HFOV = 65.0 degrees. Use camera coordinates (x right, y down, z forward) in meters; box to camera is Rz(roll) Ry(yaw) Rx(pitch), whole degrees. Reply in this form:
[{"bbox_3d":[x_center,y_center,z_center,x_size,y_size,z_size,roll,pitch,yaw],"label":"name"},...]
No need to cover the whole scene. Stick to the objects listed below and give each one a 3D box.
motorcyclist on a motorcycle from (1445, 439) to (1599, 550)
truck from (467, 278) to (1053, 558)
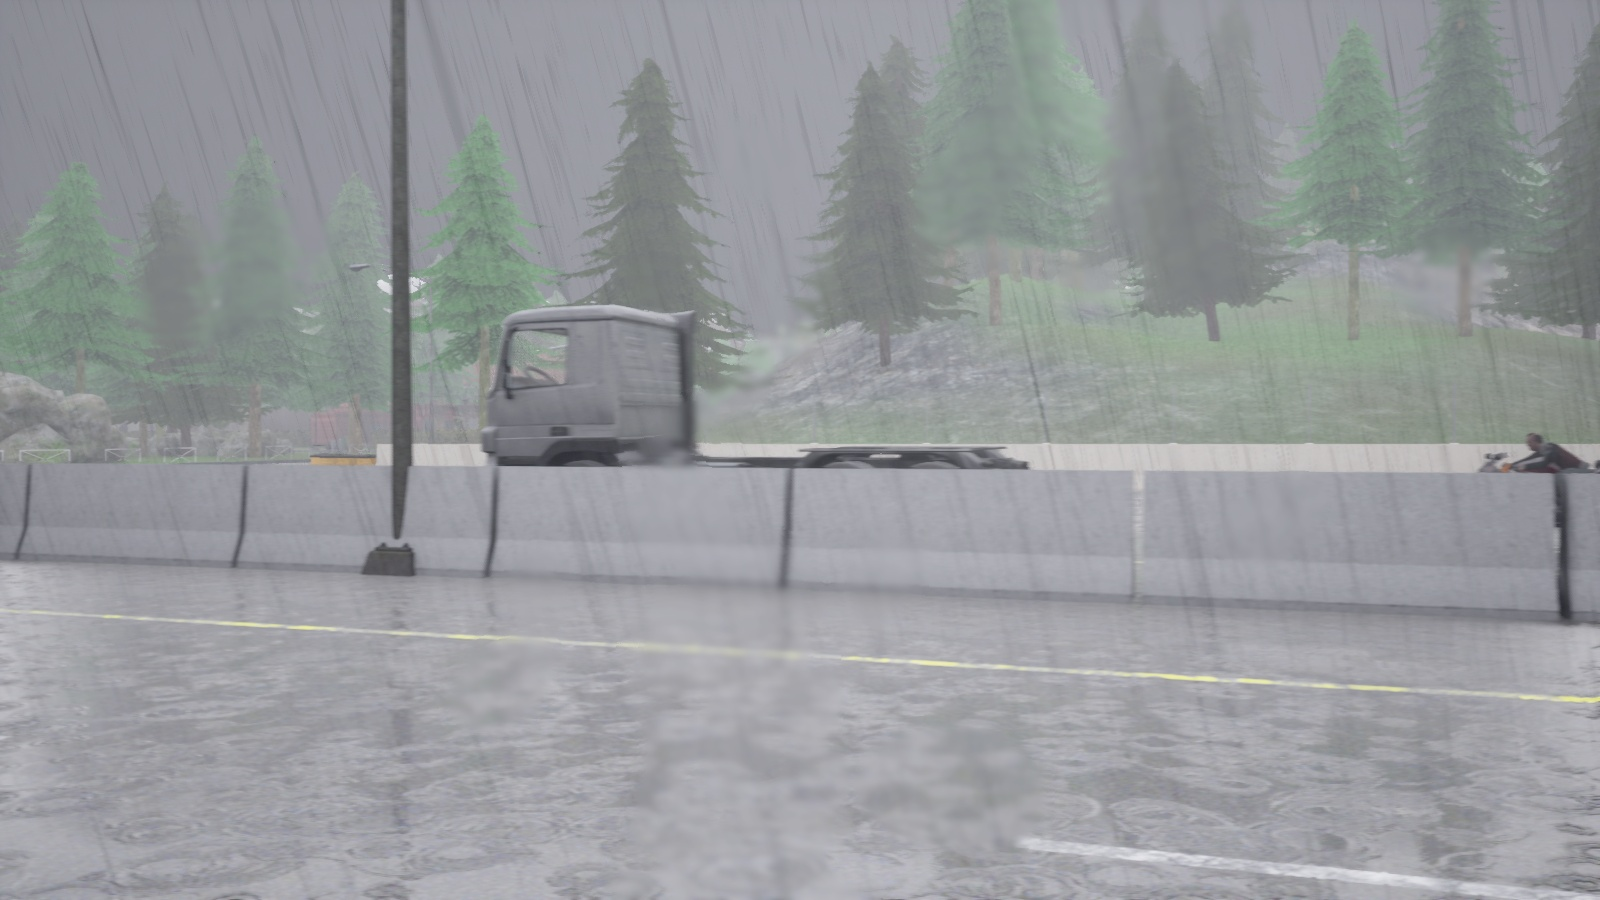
[{"bbox_3d":[10.592,0.612,18.092,2.191,1.530,0.866,1,1,19],"label":"motorcyclist on a motorcycle"},{"bbox_3d":[-0.555,-0.448,18.135,7.936,3.462,2.891,1,1,19],"label":"truck"}]
